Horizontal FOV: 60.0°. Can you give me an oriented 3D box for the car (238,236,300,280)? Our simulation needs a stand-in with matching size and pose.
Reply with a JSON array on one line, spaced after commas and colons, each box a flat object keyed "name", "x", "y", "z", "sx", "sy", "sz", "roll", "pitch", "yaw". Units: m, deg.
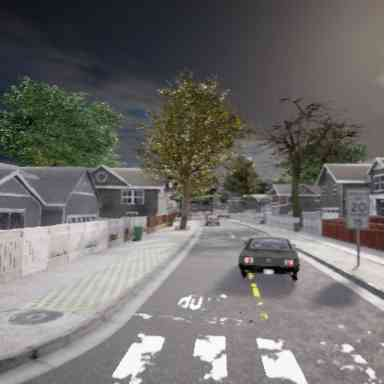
[{"name": "car", "x": 2.900, "y": 2.277, "z": 12.372, "sx": 1.895, "sy": 1.301, "sz": 4.718, "roll": 0, "pitch": -3, "yaw": 14}]

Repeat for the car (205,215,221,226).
[{"name": "car", "x": 2.890, "y": 4.027, "z": 46.758, "sx": 1.812, "sy": 1.442, "sz": 4.674, "roll": 1, "pitch": -3, "yaw": 1}]
